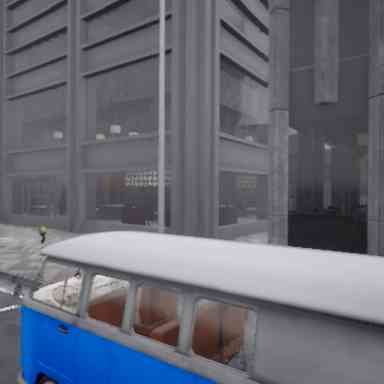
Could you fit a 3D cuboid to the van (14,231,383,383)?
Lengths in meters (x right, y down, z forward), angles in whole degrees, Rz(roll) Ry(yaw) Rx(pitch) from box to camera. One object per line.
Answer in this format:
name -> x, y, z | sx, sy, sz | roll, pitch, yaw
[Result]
van -> 0.102, 1.335, 2.885 | 3.998, 1.788, 1.690 | 0, 0, 36
